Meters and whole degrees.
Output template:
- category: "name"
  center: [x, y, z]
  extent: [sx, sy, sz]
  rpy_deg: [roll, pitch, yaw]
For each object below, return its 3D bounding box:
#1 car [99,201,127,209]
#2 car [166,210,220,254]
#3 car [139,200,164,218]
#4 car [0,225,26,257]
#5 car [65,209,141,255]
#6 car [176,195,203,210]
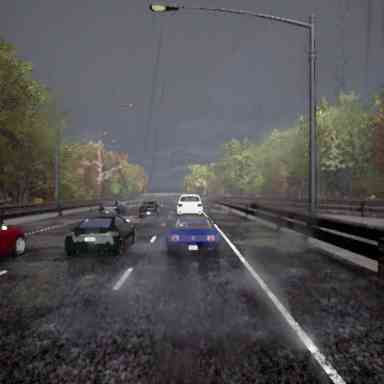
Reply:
- category: "car"
  center: [-7.244, 1.528, 30.663]
  extent: [2.128, 1.511, 4.902]
  rpy_deg: [0, 0, -1]
- category: "car"
  center: [0.022, 1.610, 13.557]
  extent: [1.895, 1.301, 4.718]
  rpy_deg: [0, 0, -1]
- category: "car"
  center: [-3.745, 1.541, 30.749]
  extent: [1.837, 1.490, 4.892]
  rpy_deg: [0, 0, -1]
- category: "car"
  center: [-6.953, 1.485, 10.072]
  extent: [1.882, 1.535, 5.008]
  rpy_deg: [0, 0, 0]
- category: "car"
  center: [-3.480, 1.574, 13.313]
  extent: [1.994, 1.385, 4.181]
  rpy_deg: [0, 0, 0]
- category: "car"
  center: [-0.219, 1.254, 29.763]
  extent: [2.150, 2.045, 5.566]
  rpy_deg: [0, 0, -1]
